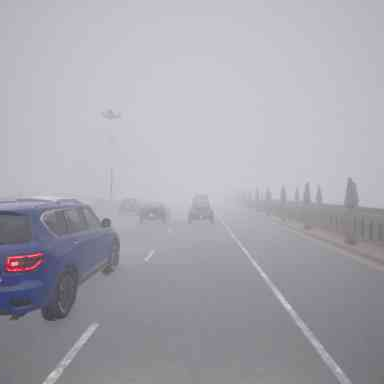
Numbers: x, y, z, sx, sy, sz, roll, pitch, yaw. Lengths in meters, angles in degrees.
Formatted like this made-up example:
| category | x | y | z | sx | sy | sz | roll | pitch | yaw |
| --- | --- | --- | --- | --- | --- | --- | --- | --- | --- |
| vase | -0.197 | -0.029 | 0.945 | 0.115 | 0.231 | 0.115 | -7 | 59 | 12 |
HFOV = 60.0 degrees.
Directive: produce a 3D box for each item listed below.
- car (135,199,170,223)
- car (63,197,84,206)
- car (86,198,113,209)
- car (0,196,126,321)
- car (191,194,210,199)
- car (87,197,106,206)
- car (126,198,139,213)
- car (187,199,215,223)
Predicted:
| category | x | y | z | sx | sy | sz | roll | pitch | yaw |
| --- | --- | --- | --- | --- | --- | --- | --- | --- | --- |
| car | -2.799 | 1.493 | 25.887 | 1.882 | 1.535 | 5.008 | 0 | 0 | 1 |
| car | -19.697 | 1.618 | 55.356 | 1.994 | 1.385 | 4.181 | 0 | 0 | 1 |
| car | -12.911 | 1.590 | 46.753 | 2.033 | 1.411 | 5.357 | 0 | 0 | 2 |
| car | -3.233 | 1.214 | 7.434 | 2.150 | 2.045 | 5.566 | 0 | 0 | 1 |
| car | 1.115 | 1.292 | 42.891 | 2.150 | 2.045 | 5.566 | 0 | 0 | 1 |
| car | -16.158 | 1.654 | 56.652 | 1.994 | 1.385 | 4.181 | 0 | 0 | 1 |
| car | -6.097 | 1.376 | 34.205 | 2.097 | 1.767 | 4.553 | 0 | 0 | 1 |
| car | 0.691 | 1.515 | 25.405 | 2.128 | 1.511 | 4.902 | 0 | 0 | 1 |
